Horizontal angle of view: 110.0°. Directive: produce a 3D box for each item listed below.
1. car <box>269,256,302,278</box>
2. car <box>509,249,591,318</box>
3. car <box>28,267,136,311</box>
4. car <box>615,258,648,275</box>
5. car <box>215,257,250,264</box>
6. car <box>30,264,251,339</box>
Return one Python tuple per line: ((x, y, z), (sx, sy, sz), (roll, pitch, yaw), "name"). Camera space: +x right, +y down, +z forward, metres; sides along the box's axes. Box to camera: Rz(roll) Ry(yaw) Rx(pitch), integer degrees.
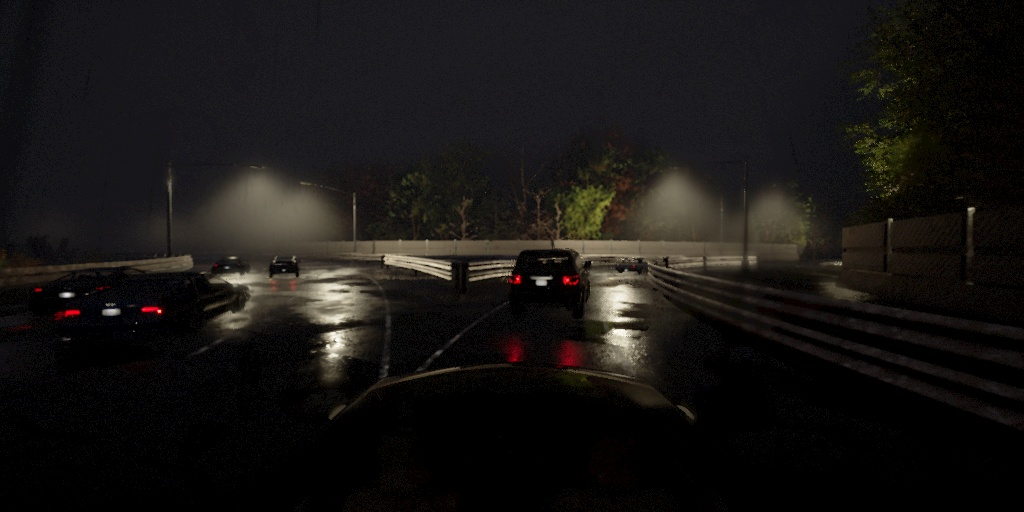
((-16.764, 0.716, 26.566), (2.128, 1.511, 4.902), (0, 1, -30), "car")
((1.469, 0.771, 12.408), (2.150, 2.045, 5.566), (0, 1, 14), "car")
((-13.709, 1.071, 12.322), (1.994, 1.385, 4.181), (0, 1, -22), "car")
((10.600, 0.830, 30.433), (1.895, 1.301, 4.718), (1, 1, 40), "car")
((-21.177, 0.764, 27.176), (1.994, 1.385, 4.181), (0, 1, -30), "car")
((-8.860, 1.122, 9.538), (2.033, 1.411, 5.357), (0, 1, -20), "car")
